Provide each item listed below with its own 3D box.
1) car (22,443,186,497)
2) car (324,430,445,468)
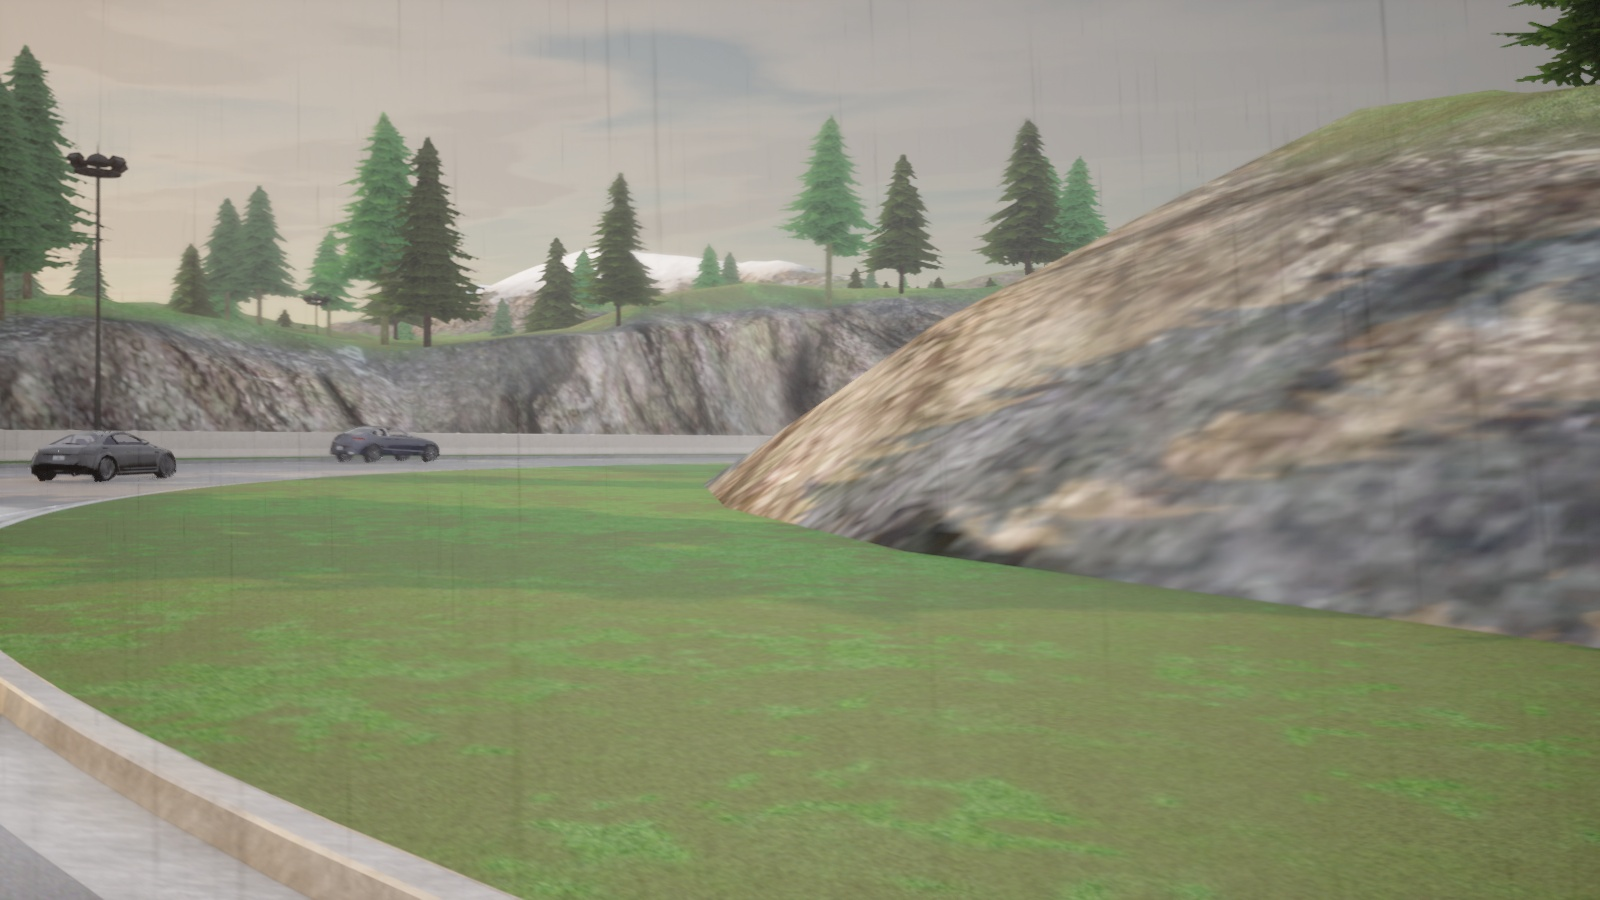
[{"bbox_3d":[-19.452,0.507,35.344,1.994,1.385,4.181,0,1,6],"label":"car"},{"bbox_3d":[-18.880,-0.064,57.265,2.152,1.651,5.027,0,1,31],"label":"car"}]
